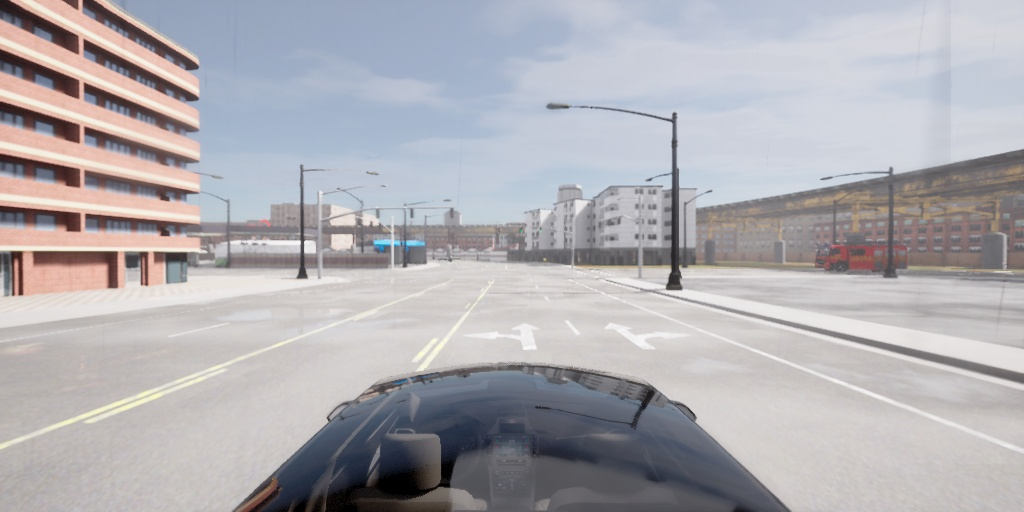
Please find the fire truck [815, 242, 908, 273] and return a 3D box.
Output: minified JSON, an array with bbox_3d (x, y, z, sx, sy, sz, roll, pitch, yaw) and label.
[{"bbox_3d":[44.464,0.150,45.932,8.468,3.827,2.891,0,0,15],"label":"fire truck"}]
